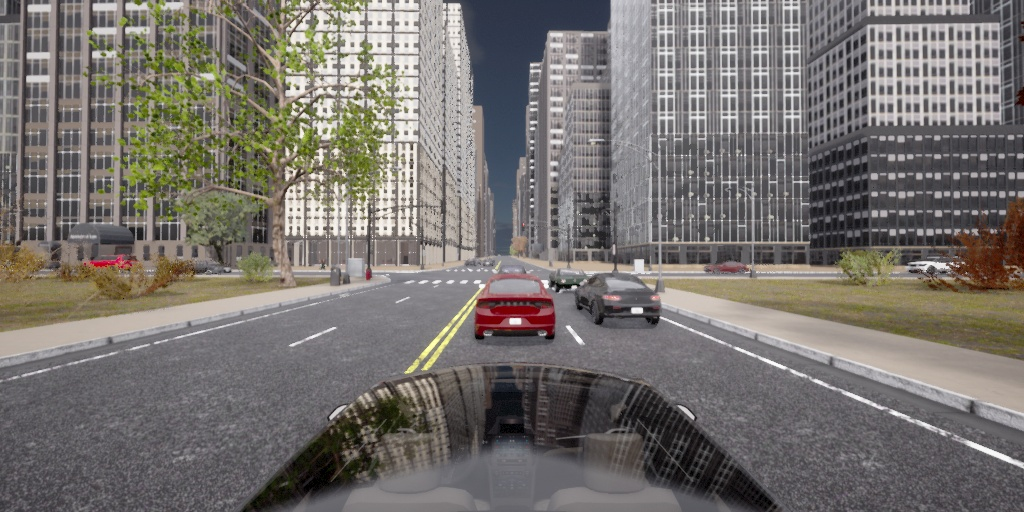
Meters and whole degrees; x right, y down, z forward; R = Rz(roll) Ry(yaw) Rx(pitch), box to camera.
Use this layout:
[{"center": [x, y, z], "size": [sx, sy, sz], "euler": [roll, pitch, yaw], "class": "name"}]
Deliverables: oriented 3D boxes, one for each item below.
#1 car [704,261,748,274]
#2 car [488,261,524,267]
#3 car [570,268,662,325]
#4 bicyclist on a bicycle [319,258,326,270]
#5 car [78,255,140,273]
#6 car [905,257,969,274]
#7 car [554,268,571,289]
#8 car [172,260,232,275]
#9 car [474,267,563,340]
[{"center": [25.119, 1.370, 42.171], "size": [4.674, 1.442, 1.812], "euler": [0, -1, 1], "class": "car"}, {"center": [0.006, 1.238, 19.536], "size": [2.128, 1.511, 4.902], "euler": [0, 0, 0], "class": "car"}, {"center": [3.294, 1.275, 11.756], "size": [1.812, 1.442, 4.674], "euler": [0, 0, 0], "class": "car"}, {"center": [-25.404, 1.137, 48.039], "size": [0.582, 1.620, 1.656], "euler": [0, -1, 1], "class": "bicyclist on a bicycle"}, {"center": [-46.071, 0.922, 41.064], "size": [5.566, 2.045, 2.150], "euler": [0, -1, 2], "class": "car"}, {"center": [49.256, 1.096, 41.575], "size": [5.566, 2.045, 2.150], "euler": [0, -1, 2], "class": "car"}, {"center": [3.250, 1.347, 20.914], "size": [1.895, 1.301, 4.718], "euler": [0, 0, 0], "class": "car"}, {"center": [-29.369, 1.123, 34.024], "size": [4.902, 1.511, 2.128], "euler": [0, -1, 1], "class": "car"}, {"center": [0.058, 1.227, 10.032], "size": [1.882, 1.535, 5.008], "euler": [0, 0, 0], "class": "car"}]
